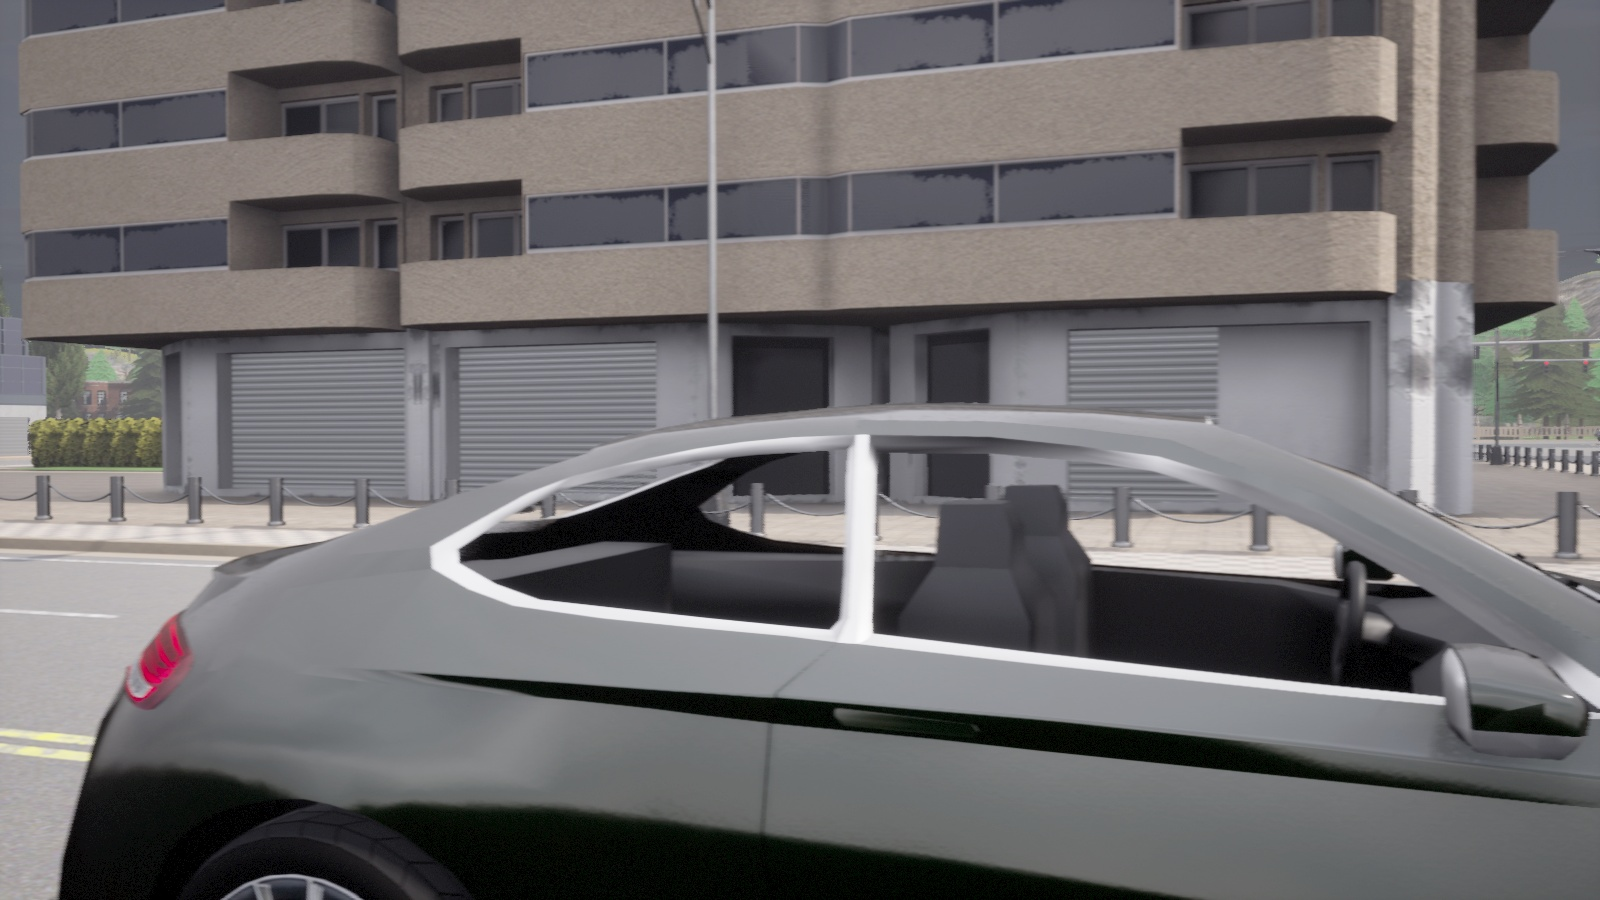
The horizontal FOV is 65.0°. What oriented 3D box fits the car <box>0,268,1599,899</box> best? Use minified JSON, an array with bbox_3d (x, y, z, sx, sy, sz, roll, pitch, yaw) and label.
[{"bbox_3d":[0.721,0.561,2.947,5.027,1.651,2.152,1,1,19],"label":"car"}]
